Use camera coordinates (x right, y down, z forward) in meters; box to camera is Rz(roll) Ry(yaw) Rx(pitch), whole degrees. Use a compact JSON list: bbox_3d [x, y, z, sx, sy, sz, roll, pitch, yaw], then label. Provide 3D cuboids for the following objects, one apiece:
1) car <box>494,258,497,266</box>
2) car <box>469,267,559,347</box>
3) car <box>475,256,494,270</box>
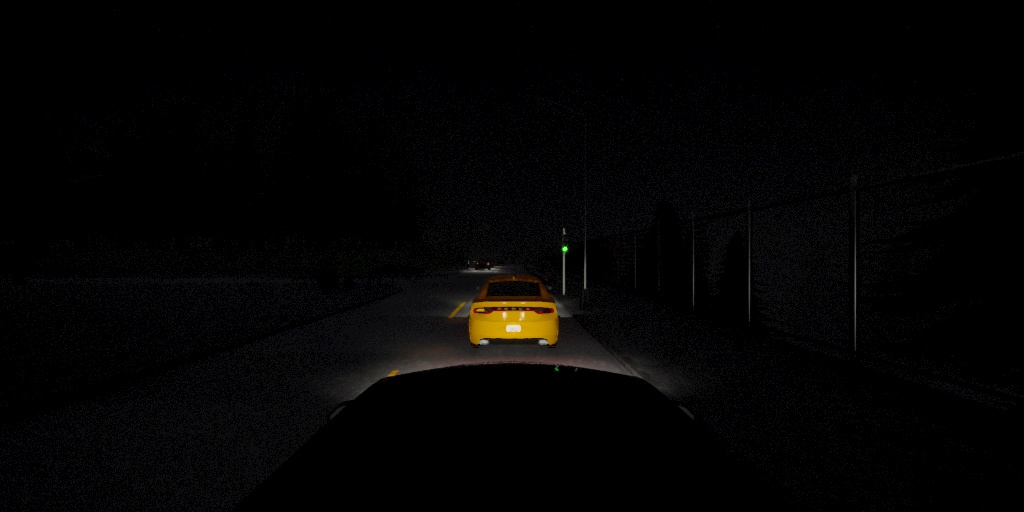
[{"bbox_3d":[-4.124,1.350,62.218,1.895,1.301,4.718,0,0,0],"label":"car"},{"bbox_3d":[0.051,1.228,9.357,1.882,1.535,5.008,0,0,0],"label":"car"},{"bbox_3d":[-4.135,1.102,51.941,2.097,1.767,4.553,0,0,0],"label":"car"}]
